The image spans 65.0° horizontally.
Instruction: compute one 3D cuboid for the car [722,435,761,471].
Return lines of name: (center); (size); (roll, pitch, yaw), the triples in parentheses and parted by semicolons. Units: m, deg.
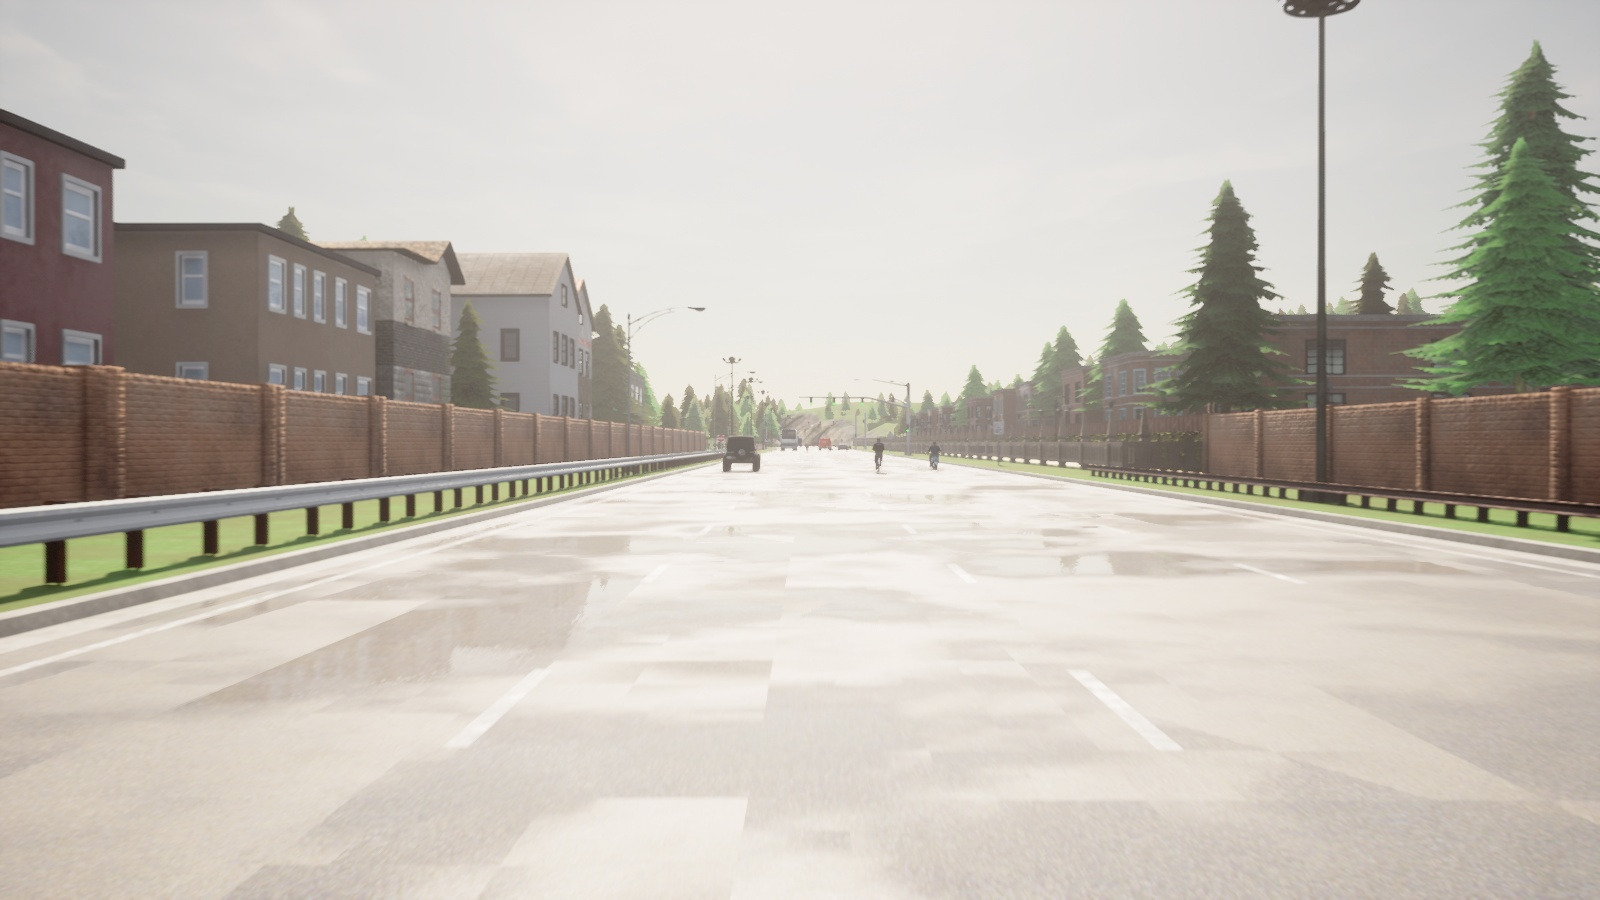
car: (-3.103, 0.163, 67.165); (1.905, 1.878, 3.866); (0, 0, 0)
